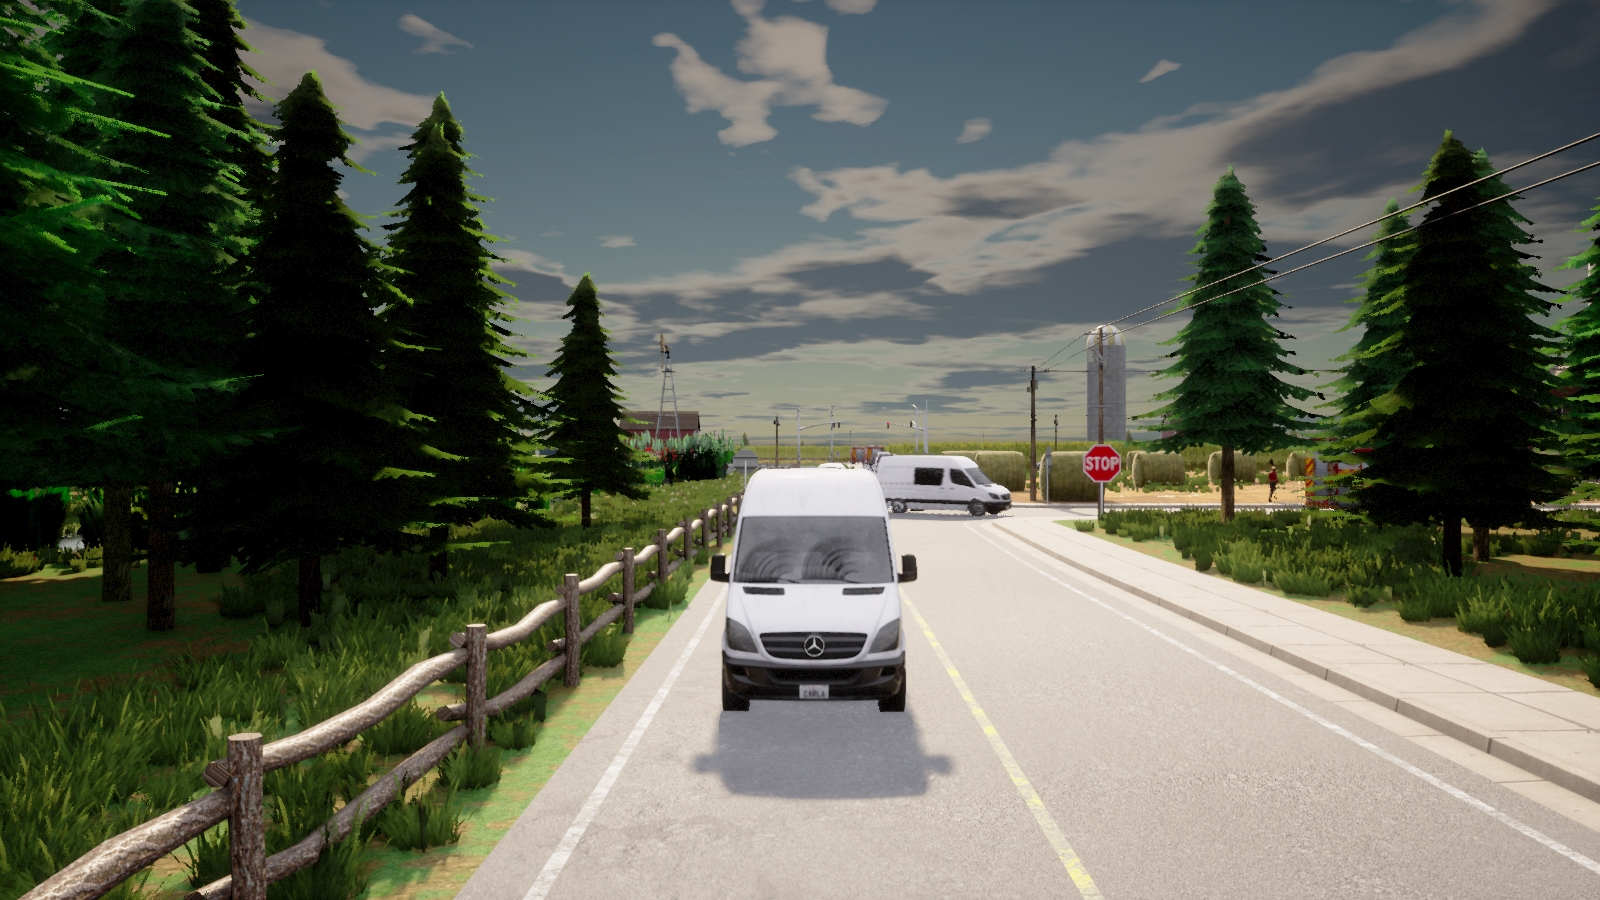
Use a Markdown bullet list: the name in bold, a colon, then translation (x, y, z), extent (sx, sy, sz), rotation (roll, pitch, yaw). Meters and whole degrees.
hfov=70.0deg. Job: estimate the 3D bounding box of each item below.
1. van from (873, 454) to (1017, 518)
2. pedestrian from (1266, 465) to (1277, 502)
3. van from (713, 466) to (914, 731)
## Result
- **van**: translation (6.271, 1.520, 49.839), extent (5.915, 2.561, 1.988), rotation (0, 1, 32)
- **pedestrian**: translation (23.944, 1.694, 58.052), extent (0.375, 1.860, 0.375), rotation (0, 0, -14)
- **van**: translation (0.170, 1.509, 14.263), extent (1.988, 2.561, 5.915), rotation (0, 0, 1)
